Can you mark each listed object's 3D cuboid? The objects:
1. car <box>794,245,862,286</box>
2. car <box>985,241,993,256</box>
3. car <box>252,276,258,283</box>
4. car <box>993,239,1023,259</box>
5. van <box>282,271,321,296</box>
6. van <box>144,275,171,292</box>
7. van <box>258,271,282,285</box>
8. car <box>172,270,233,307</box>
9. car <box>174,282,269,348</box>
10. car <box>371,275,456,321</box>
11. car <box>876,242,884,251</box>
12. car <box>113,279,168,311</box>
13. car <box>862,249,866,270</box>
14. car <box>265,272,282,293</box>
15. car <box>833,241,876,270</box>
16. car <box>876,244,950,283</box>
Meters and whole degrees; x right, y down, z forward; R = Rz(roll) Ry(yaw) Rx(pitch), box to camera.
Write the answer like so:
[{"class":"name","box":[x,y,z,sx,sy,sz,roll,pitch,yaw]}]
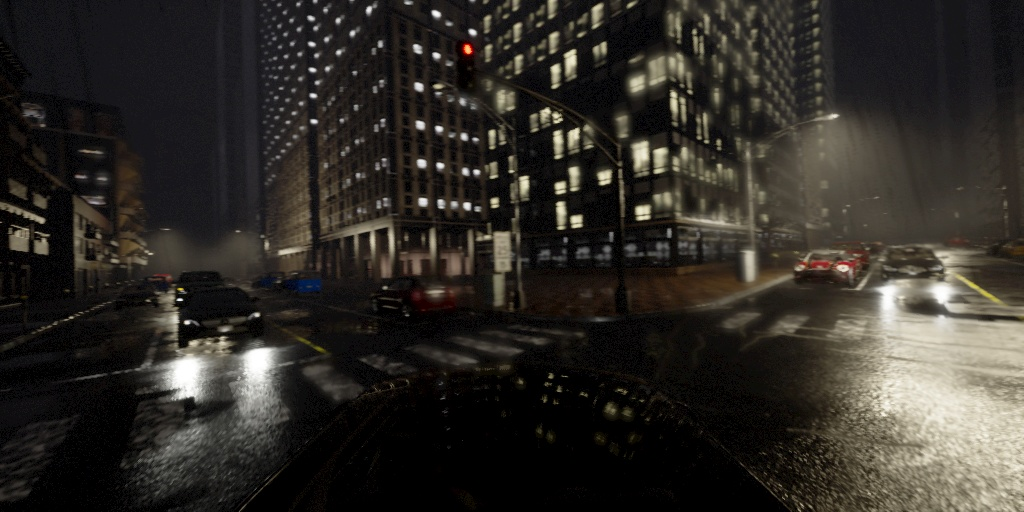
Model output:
[{"class":"car","box":[14.649,0.468,16.704,4.097,1.591,1.967,0,0,-43]},{"class":"car","box":[40.793,-0.725,29.584,4.313,1.339,1.948,0,0,-43]},{"class":"car","box":[-26.966,2.806,38.993,1.948,1.339,4.313,0,0,-43]},{"class":"car","box":[36.837,-0.563,25.904,4.829,1.417,1.751,0,0,-43]},{"class":"van","box":[-15.476,1.980,26.552,1.690,1.789,3.998,0,0,-43]},{"class":"van","box":[-33.119,2.723,33.304,1.690,1.789,3.998,0,0,-43]},{"class":"van","box":[-23.136,2.380,34.846,1.690,1.789,3.998,0,0,-43]},{"class":"car","box":[-17.985,1.866,20.703,2.150,2.045,5.566,-1,-1,-43]},{"class":"car","box":[-9.019,1.706,11.010,1.812,1.442,4.674,-1,-1,-43]},{"class":"car","box":[-3.986,1.482,14.111,1.967,1.591,4.097,0,0,-43]},{"class":"car","box":[43.205,-0.838,43.267,4.507,1.381,1.888,0,0,-43]},{"class":"car","box":[-21.629,2.332,20.864,2.007,1.370,4.403,0,0,-43]},{"class":"car","box":[18.728,0.409,20.499,4.207,1.307,1.802,0,0,-43]},{"class":"car","box":[-19.306,2.389,30.699,2.007,1.370,4.403,0,0,-43]},{"class":"car","box":[22.808,-0.060,24.293,5.009,1.841,2.192,0,0,-43]},{"class":"car","box":[18.103,0.376,16.282,4.892,1.490,1.837,-3,0,-43]}]
